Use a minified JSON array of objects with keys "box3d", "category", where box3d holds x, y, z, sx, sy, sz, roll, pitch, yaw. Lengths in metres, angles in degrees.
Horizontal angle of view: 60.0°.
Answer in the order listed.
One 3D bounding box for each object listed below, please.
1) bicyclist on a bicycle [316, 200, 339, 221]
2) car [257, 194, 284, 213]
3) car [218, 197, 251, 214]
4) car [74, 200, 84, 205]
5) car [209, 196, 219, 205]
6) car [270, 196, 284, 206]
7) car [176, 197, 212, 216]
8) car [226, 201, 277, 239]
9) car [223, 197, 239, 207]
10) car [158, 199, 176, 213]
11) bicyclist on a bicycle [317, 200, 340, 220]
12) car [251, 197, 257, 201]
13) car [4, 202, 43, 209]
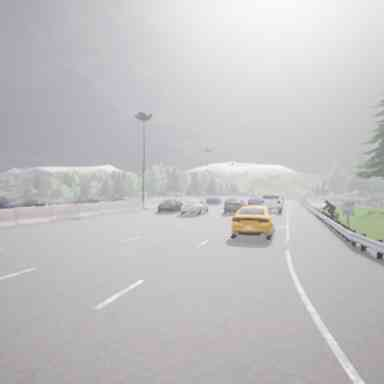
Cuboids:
[{"box3d":[11.206,1.479,27.499,1.656,1.620,0.582,2,-1,37],"category":"bicyclist on a bicycle"},{"box3d":[8.837,1.213,36.780,2.150,2.045,5.566,0,0,16],"category":"car"},{"box3d":[4.510,1.462,34.410,2.128,1.511,4.902,0,0,16],"category":"car"},{"box3d":[-16.302,1.416,51.271,1.994,1.385,4.181,0,0,16],"category":"car"},{"box3d":[3.619,1.424,56.524,1.882,1.535,5.008,0,0,16],"category":"car"},{"box3d":[14.011,1.492,54.664,2.128,1.511,4.902,0,0,16],"category":"car"},{"box3d":[0.285,1.478,32.381,1.812,1.442,4.674,0,0,16],"category":"car"},{"box3d":[3.249,1.458,17.317,1.882,1.535,5.008,0,0,16],"category":"car"},{"box3d":[6.279,1.528,53.121,1.994,1.385,4.181,0,0,16],"category":"car"},{"box3d":[-2.208,1.499,36.375,1.994,1.385,4.181,0,0,16],"category":"car"},{"box3d":[10.931,1.480,26.545,1.656,1.620,0.582,2,1,9],"category":"bicyclist on a bicycle"},{"box3d":[9.952,1.546,53.226,1.994,1.385,4.181,0,0,16],"category":"car"},{"box3d":[-17.426,1.386,34.824,1.812,1.442,4.674,0,0,16],"category":"car"}]
